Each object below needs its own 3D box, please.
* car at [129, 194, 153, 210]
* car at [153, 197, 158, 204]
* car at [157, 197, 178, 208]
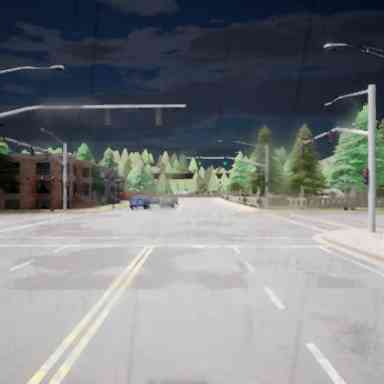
[{"bbox_3d":[-7.078,1.313,45.680,2.150,2.045,5.566,0,0,0],"label":"car"},{"bbox_3d":[-7.019,1.691,62.413,1.994,1.385,4.181,0,0,0],"label":"car"},{"bbox_3d":[-3.562,1.578,48.994,1.882,1.535,5.008,0,0,0],"label":"car"}]
